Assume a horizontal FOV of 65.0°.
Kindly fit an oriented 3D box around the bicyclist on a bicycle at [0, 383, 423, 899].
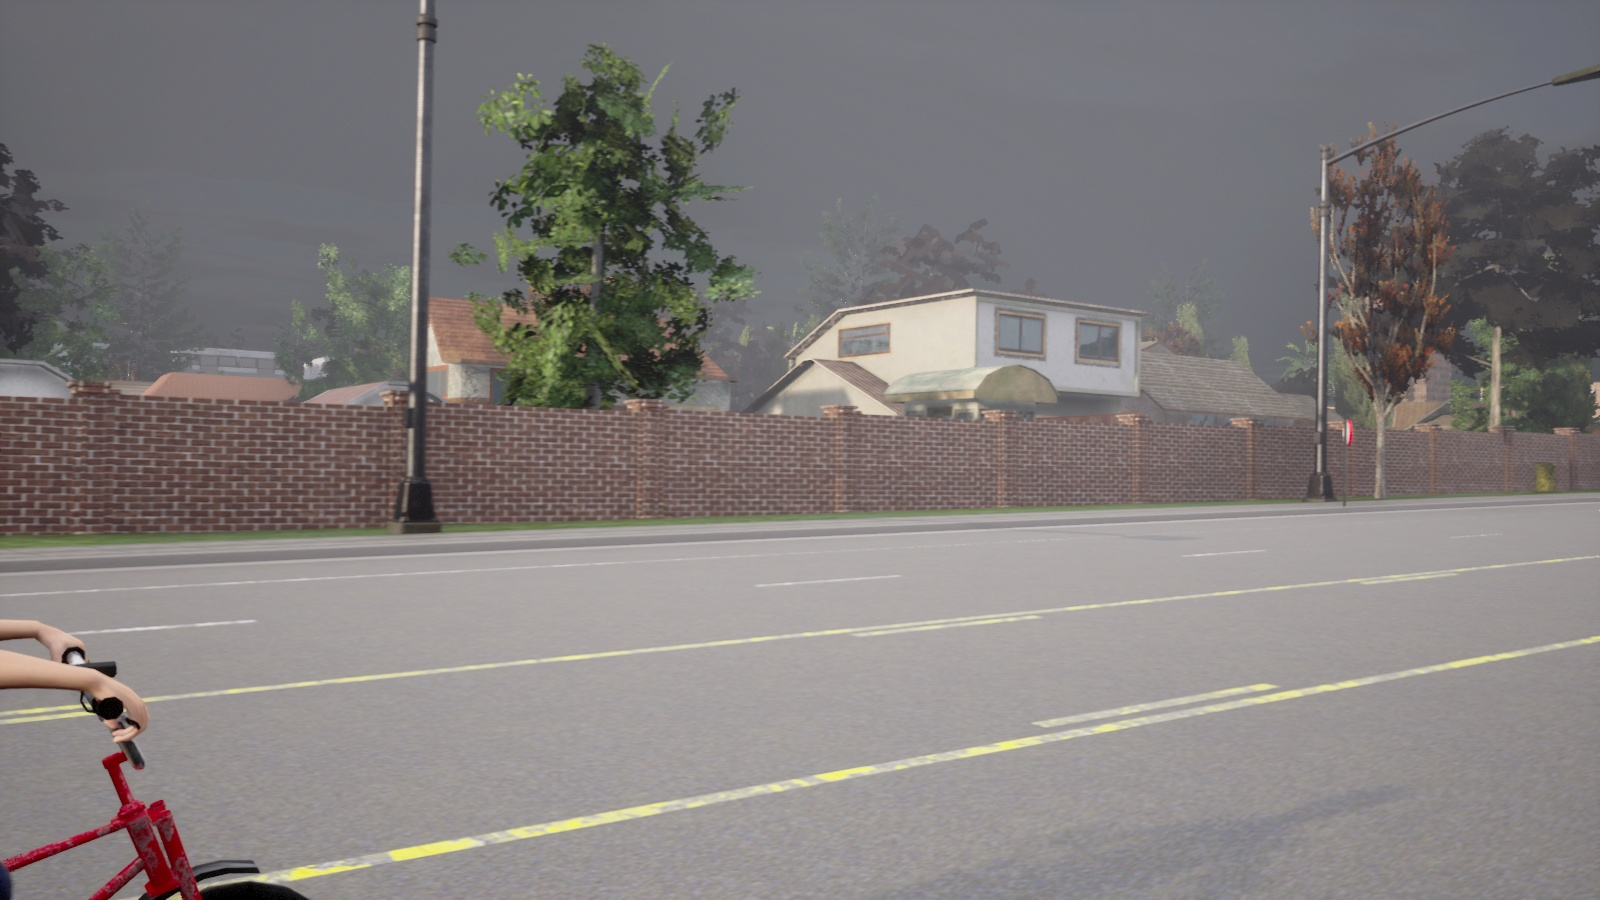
[{"bbox_3d":[-1.644,0.691,2.511,1.509,1.612,0.866,0,0,-35],"label":"bicyclist on a bicycle"}]
